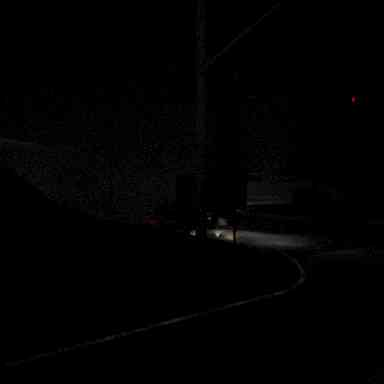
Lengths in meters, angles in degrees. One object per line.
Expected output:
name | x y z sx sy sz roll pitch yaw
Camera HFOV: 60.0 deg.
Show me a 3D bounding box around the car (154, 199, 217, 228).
car | -0.492 1.179 20.096 2.128 1.511 4.902 0 0 -36
